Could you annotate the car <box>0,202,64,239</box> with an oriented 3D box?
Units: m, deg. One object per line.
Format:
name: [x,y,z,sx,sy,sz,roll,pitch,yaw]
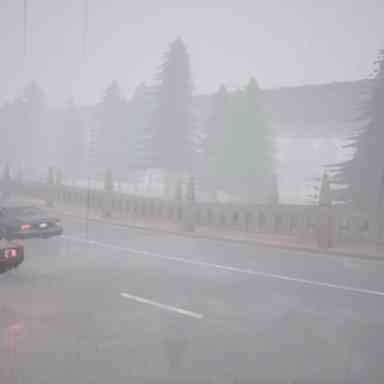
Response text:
car: [-7.496,1.130,13.638,5.357,1.411,2.033,4,2,35]

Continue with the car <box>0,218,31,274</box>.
car: [-6.399,1.372,8.558,4.718,1.301,1.895,3,2,35]
